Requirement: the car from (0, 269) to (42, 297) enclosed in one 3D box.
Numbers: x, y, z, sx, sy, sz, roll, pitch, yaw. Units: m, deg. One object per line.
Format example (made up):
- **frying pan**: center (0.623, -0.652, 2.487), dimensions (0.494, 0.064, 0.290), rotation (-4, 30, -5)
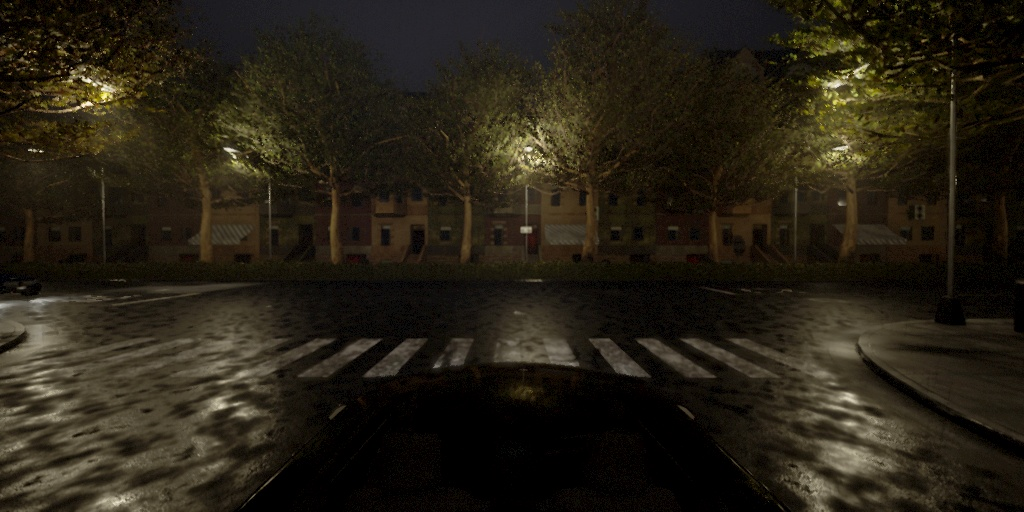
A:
- **car**: center (-22.681, 1.060, 14.907), dimensions (4.674, 1.442, 1.812), rotation (0, 1, 1)
